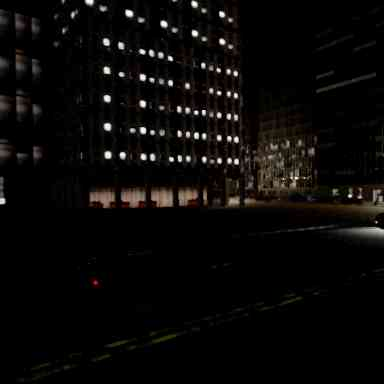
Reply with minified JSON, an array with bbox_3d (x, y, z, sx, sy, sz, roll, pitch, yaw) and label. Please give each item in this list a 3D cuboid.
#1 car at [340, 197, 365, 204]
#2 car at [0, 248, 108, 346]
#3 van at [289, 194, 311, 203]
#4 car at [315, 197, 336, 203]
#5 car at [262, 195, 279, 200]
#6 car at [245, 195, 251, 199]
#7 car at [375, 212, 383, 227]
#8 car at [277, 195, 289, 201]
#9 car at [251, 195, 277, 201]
[{"bbox_3d":[29.331,1.616,60.858,1.802,1.307,4.206,-1,1,-34],"label":"car"},{"bbox_3d":[-4.022,1.547,4.810,5.357,1.411,2.033,0,0,-35],"label":"car"},{"bbox_3d":[23.166,1.347,70.092,1.690,1.788,3.998,-1,1,-34],"label":"van"},{"bbox_3d":[26.250,1.602,65.476,1.802,1.307,4.206,-1,1,-34],"label":"car"},{"bbox_3d":[20.817,1.406,88.332,2.008,1.369,4.403,-1,1,-34],"label":"car"},{"bbox_3d":[17.739,1.384,92.943,1.887,1.381,4.507,-1,1,-34],"label":"car"},{"bbox_3d":[13.571,1.577,21.349,4.181,1.385,1.994,0,0,-35],"label":"car"},{"bbox_3d":[23.800,1.396,83.862,1.752,1.417,4.829,-1,1,-34],"label":"car"},{"bbox_3d":[17.098,1.502,79.187,1.752,1.417,4.829,-1,1,-34],"label":"car"}]
